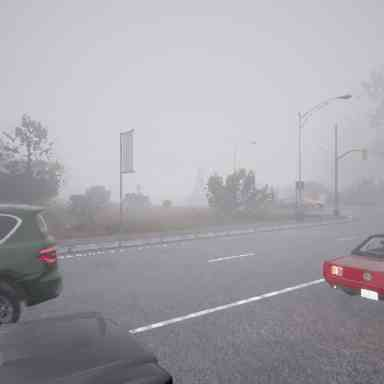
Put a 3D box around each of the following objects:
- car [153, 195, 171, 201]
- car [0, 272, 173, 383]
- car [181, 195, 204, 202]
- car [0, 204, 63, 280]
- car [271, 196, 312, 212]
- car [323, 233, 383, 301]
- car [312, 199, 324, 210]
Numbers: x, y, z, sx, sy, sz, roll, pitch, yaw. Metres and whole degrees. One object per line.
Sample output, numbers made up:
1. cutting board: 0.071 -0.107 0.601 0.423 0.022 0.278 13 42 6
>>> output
1. car: -6.724 1.330 73.987 1.895 1.301 4.718 -1 0 -38
2. car: -2.399 1.601 2.024 4.718 1.301 1.895 0 0 -36
3. car: 0.009 1.276 65.720 2.033 1.411 5.357 -1 0 -38
4. car: -4.845 1.223 4.832 5.566 2.045 2.150 0 0 -36
5. car: 10.134 1.404 36.087 1.895 1.301 4.718 -1 0 -39
6. car: 5.048 1.570 7.363 4.718 1.301 1.895 0 0 -36
7. car: 12.758 1.252 38.410 1.882 1.535 5.008 -1 0 -39
